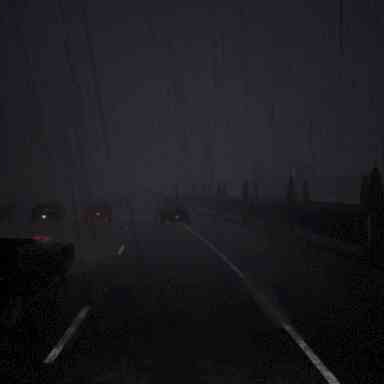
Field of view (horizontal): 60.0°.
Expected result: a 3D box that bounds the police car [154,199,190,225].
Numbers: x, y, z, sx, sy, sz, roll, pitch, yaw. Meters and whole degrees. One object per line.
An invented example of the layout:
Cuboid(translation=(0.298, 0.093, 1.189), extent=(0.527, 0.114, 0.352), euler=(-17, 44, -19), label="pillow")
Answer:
Cuboid(translation=(-1.485, 1.272, 22.684), extent=(1.930, 1.638, 5.238), euler=(0, 0, -13), label="police car")

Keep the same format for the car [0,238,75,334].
Cuboid(translation=(-3.824, 1.566, 6.565), extent=(1.895, 1.301, 4.718), euler=(0, 0, -4), label="car")

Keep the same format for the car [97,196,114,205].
Cuboid(translation=(-13.883, 1.302, 53.019), extent=(1.895, 1.301, 4.718), euler=(-1, 0, -23), label="car")

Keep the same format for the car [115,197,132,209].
Cuboid(translation=(-8.887, 1.313, 41.431), extent=(1.994, 1.385, 4.181), euler=(-1, 0, -24), label="car")

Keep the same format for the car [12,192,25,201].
Cuboid(translation=(-37.354, 0.923, 71.780), extent=(2.150, 2.045, 5.566), euler=(-1, 0, -23), label="car")

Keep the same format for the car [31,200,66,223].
Cuboid(translation=(-10.494, 1.381, 24.493), extent=(1.837, 1.490, 4.892), euler=(0, 0, -15), label="car")

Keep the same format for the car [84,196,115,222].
Cuboid(translation=(-6.995, 1.334, 24.931), extent=(1.882, 1.535, 5.008), euler=(0, 0, -15), label="car")
